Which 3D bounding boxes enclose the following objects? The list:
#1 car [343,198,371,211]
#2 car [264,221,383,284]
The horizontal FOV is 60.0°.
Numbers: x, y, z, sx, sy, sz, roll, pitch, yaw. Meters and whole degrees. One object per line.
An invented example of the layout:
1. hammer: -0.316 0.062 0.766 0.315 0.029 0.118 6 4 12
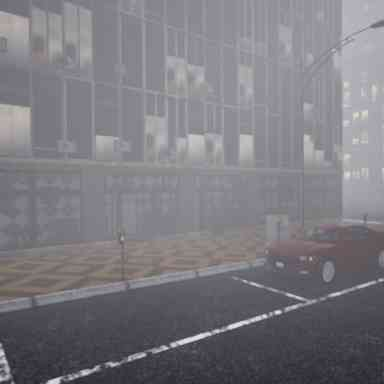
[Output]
1. car: 18.541 1.442 39.513 1.752 1.417 4.829 0 1 -35
2. car: 4.017 1.581 9.624 4.507 1.381 1.887 0 -1 -36
